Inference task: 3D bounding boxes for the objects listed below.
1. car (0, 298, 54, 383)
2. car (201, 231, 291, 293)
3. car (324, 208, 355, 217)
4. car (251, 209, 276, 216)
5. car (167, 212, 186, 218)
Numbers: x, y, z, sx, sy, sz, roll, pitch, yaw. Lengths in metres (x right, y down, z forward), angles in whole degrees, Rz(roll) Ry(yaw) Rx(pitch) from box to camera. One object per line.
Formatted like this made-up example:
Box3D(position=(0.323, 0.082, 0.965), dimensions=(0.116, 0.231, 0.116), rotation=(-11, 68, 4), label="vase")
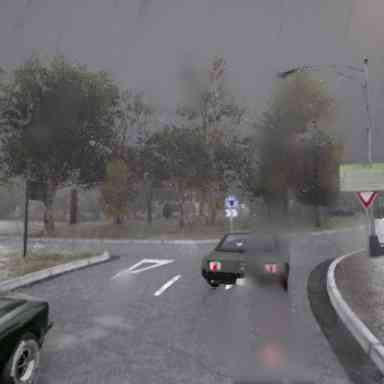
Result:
Box3D(position=(-2.856, 1.611, 2.307), dimensions=(1.895, 1.301, 4.718), rotation=(0, 0, 3), label="car")
Box3D(position=(1.730, 1.719, 9.193), dimensions=(1.895, 1.301, 4.718), rotation=(-1, -3, 17), label="car")
Box3D(position=(21.992, 3.053, 49.784), dimensions=(1.895, 1.301, 4.718), rotation=(1, -4, -14), label="car")
Box3D(position=(14.197, 4.189, 66.250), dimensions=(4.892, 1.490, 1.837), rotation=(-3, -6, 37), label="car")
Box3D(position=(-5.034, 6.797, 92.868), dimensions=(4.892, 1.521, 2.231), rotation=(0, -5, -12), label="car")
